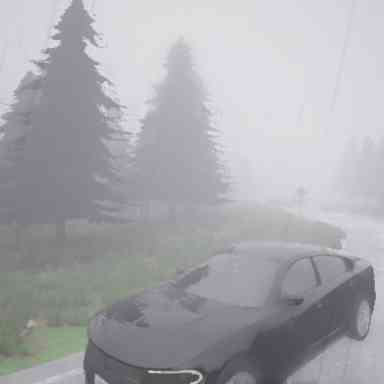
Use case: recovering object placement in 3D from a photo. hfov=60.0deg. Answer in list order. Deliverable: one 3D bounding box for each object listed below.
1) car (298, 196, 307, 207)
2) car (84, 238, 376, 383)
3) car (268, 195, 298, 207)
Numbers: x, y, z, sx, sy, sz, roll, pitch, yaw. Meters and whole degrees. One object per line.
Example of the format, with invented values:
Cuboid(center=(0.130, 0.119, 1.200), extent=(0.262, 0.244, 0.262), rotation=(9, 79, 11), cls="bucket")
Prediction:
Cuboid(center=(14.013, 1.125, 44.467), extent=(1.882, 1.535, 5.008), rotation=(2, 1, 6), cls="car")
Cuboid(center=(0.965, 1.525, 4.834), extent=(5.008, 1.535, 1.882), rotation=(0, 0, -43), cls="car")
Cuboid(center=(10.419, 1.109, 39.831), extent=(2.033, 1.411, 5.357), rotation=(3, 1, -1), cls="car")
